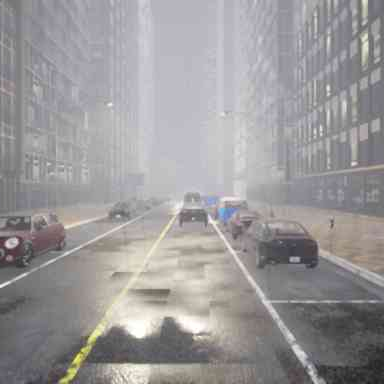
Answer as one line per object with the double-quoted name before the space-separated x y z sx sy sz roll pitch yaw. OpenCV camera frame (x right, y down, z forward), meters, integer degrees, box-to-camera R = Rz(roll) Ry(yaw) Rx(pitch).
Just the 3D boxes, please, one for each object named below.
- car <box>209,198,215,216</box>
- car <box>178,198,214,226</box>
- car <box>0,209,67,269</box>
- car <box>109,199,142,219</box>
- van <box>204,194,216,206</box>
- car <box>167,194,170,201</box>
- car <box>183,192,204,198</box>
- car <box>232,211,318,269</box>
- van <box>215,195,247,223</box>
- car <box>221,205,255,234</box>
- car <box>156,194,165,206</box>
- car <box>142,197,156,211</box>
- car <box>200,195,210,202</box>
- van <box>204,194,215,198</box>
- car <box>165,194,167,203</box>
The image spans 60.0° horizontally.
"car" 2.681 1.464 27.967 1.887 1.381 4.507 0 0 0
"car" 0.094 1.429 22.723 2.128 1.511 4.902 0 0 0
"car" -5.695 1.413 10.872 1.967 1.590 4.097 0 0 0
"car" -5.700 1.486 27.966 1.947 1.339 4.313 0 0 0
"van" 2.674 1.180 50.761 1.690 1.788 3.998 0 0 0
"car" -5.710 1.346 62.156 2.008 1.369 4.403 0 0 0
"car" 0.089 1.088 41.677 2.150 2.045 5.566 0 0 0
"car" 2.686 1.523 10.874 2.008 1.369 4.403 0 0 0
"van" 2.682 1.279 22.269 1.690 1.788 3.998 0 0 0
"car" 2.684 1.538 16.571 1.802 1.307 4.206 0 0 0
"car" -5.707 1.385 50.760 1.887 1.381 4.507 0 0 0
"car" -5.703 1.462 39.363 1.802 1.307 4.206 0 0 0
"car" 2.669 1.337 67.858 1.947 1.339 4.313 0 0 0
"van" 2.675 1.201 45.061 1.690 1.788 3.998 0 0 0
"car" -5.708 1.400 56.459 1.802 1.307 4.206 0 0 0
